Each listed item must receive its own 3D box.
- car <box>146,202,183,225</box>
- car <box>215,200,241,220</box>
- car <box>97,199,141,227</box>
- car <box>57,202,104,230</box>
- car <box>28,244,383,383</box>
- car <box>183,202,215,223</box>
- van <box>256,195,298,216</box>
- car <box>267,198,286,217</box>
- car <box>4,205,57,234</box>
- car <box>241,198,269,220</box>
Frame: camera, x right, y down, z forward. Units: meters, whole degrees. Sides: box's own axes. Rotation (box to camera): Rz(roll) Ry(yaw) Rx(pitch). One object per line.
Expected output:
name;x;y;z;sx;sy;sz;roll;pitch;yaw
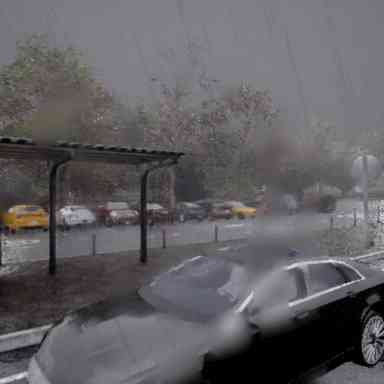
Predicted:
car;-3.088;1.510;24.525;2.097;1.535;5.008;0;0;-36
car;1.412;1.549;27.772;2.163;1.488;4.792;0;0;-36
car;-5.361;1.380;22.931;2.185;1.767;4.553;0;0;-36
car;-7.599;1.542;21.289;2.002;1.452;4.674;0;0;-36
car;0.668;1.488;4.160;4.902;1.511;2.128;0;0;-35
car;-0.824;1.516;26.129;2.231;1.521;4.892;0;0;-36
van;8.270;1.309;32.496;1.878;1.987;4.442;0;0;-36
car;5.928;1.559;31.001;2.163;1.488;4.792;0;0;-36
car;-9.855;1.498;19.672;2.097;1.535;5.008;0;0;-36
car;3.794;1.522;29.211;1.946;1.575;5.366;0;0;-36
